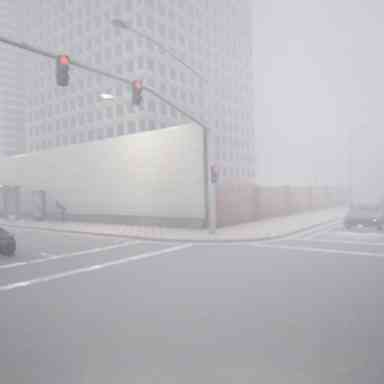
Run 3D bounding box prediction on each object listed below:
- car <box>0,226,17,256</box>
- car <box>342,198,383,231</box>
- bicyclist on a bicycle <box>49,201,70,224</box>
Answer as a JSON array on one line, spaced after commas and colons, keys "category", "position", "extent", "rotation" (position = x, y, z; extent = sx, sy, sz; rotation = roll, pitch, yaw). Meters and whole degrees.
[{"category": "car", "position": [-8.403, 1.718, 12.540], "extent": [4.181, 1.385, 1.994], "rotation": [-1, 0, 38]}, {"category": "car", "position": [10.319, 1.322, 19.383], "extent": [2.033, 1.411, 5.357], "rotation": [-1, 0, 37]}, {"category": "bicyclist on a bicycle", "position": [-9.488, 1.469, 23.874], "extent": [0.582, 1.620, 1.656], "rotation": [-1, 0, 37]}]
